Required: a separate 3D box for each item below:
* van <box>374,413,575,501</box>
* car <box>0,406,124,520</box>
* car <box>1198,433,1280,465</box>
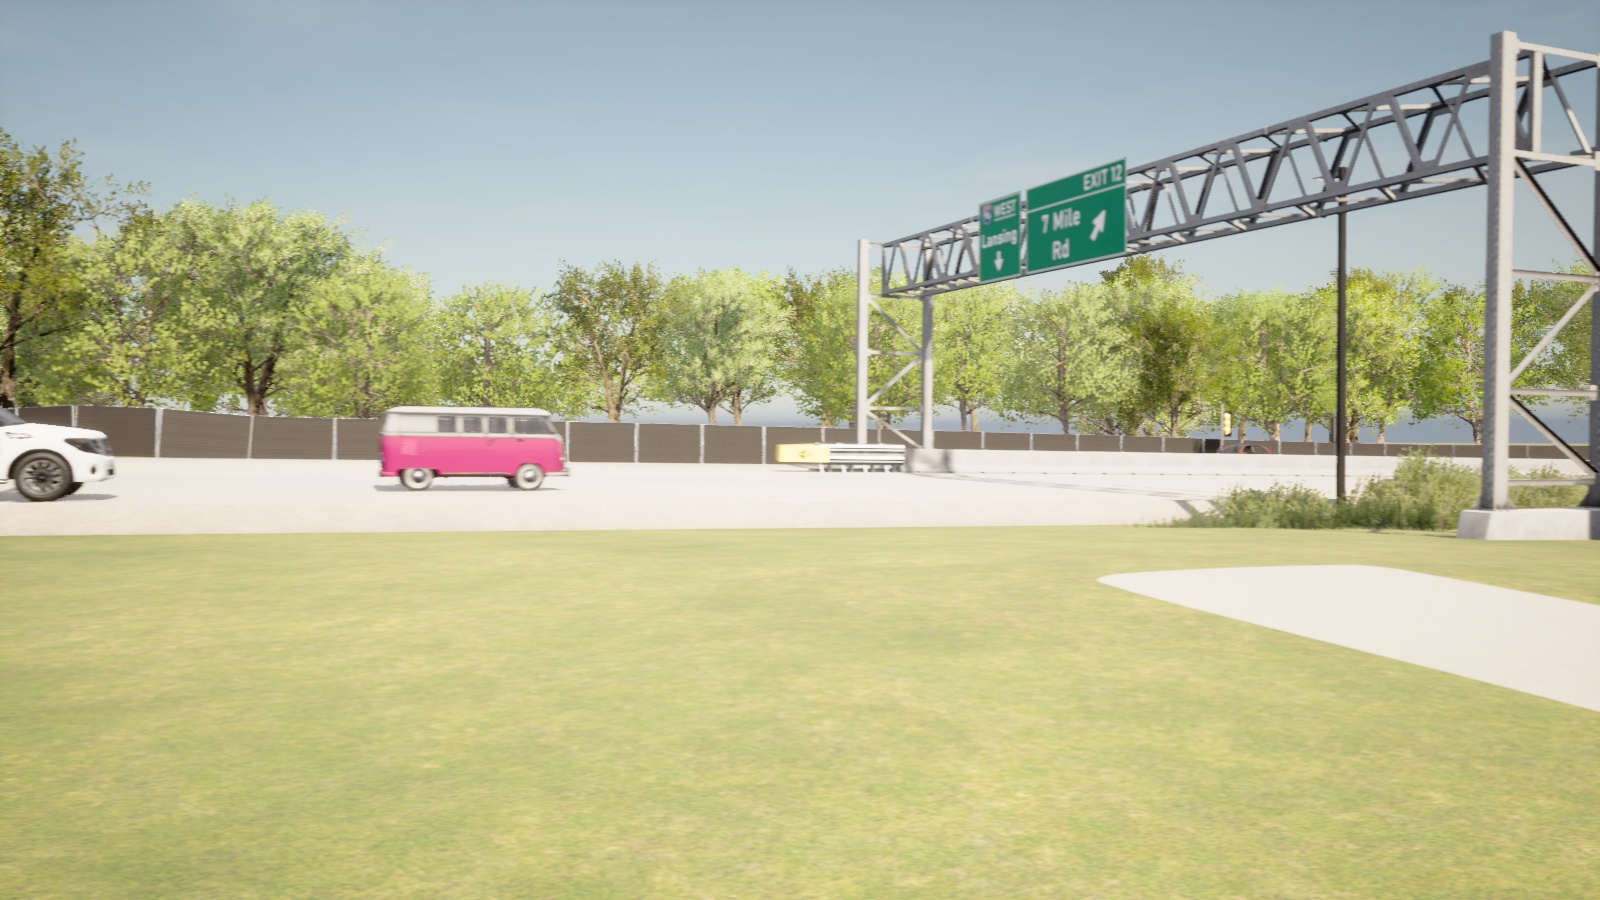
[{"bbox_3d":[-7.791,0.139,30.073,4.442,1.987,1.775,-1,1,-22],"label":"van"},{"bbox_3d":[-15.709,0.228,23.073,5.566,2.045,2.150,0,1,-22],"label":"car"},{"bbox_3d":[22.621,-0.056,64.637,3.988,1.617,1.851,0,0,-31],"label":"car"}]
